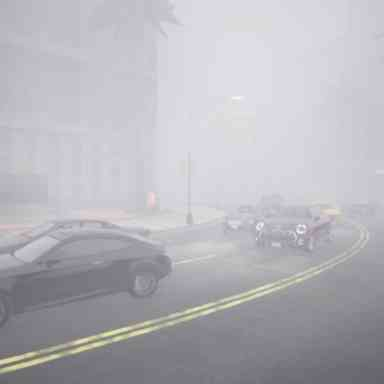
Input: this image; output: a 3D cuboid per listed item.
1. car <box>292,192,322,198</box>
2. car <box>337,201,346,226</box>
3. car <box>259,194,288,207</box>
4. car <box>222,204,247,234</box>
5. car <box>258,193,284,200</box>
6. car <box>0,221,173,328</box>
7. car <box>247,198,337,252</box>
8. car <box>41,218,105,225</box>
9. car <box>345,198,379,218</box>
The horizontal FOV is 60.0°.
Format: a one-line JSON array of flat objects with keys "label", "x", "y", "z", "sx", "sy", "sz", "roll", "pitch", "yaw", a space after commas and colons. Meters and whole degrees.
[{"label": "car", "x": 16.110, "y": 1.077, "z": 47.261, "sx": 2.150, "sy": 2.045, "sz": 5.566, "roll": 0, "pitch": 0, "yaw": -15}, {"label": "car", "x": 9.002, "y": 1.405, "z": 22.887, "sx": 1.882, "sy": 1.535, "sz": 5.008, "roll": 0, "pitch": 0, "yaw": 17}, {"label": "car", "x": 11.900, "y": 1.218, "z": 48.683, "sx": 2.097, "sy": 1.767, "sz": 4.553, "roll": 0, "pitch": 0, "yaw": -17}, {"label": "car", "x": 3.244, "y": 1.445, "z": 18.466, "sx": 2.128, "sy": 1.511, "sz": 4.902, "roll": 0, "pitch": 0, "yaw": 28}, {"label": "car", "x": 6.878, "y": 1.143, "z": 28.542, "sx": 2.150, "sy": 2.045, "sz": 5.566, "roll": 0, "pitch": 0, "yaw": 9}, {"label": "car", "x": -2.553, "y": 1.519, "z": 6.847, "sx": 4.674, "sy": 1.442, "sz": 1.812, "roll": 0, "pitch": 0, "yaw": -39}, {"label": "car", "x": 4.310, "y": 1.311, "z": 13.837, "sx": 2.097, "sy": 1.767, "sz": 4.553, "roll": 0, "pitch": 0, "yaw": 34}, {"label": "car", "x": -3.750, "y": 1.538, "z": 10.176, "sx": 5.357, "sy": 1.411, "sz": 2.033, "roll": 0, "pitch": 0, "yaw": -38}, {"label": "car", "x": 14.124, "y": 1.377, "z": 29.011, "sx": 1.882, "sy": 1.535, "sz": 5.008, "roll": 0, "pitch": 0, "yaw": 8}]
